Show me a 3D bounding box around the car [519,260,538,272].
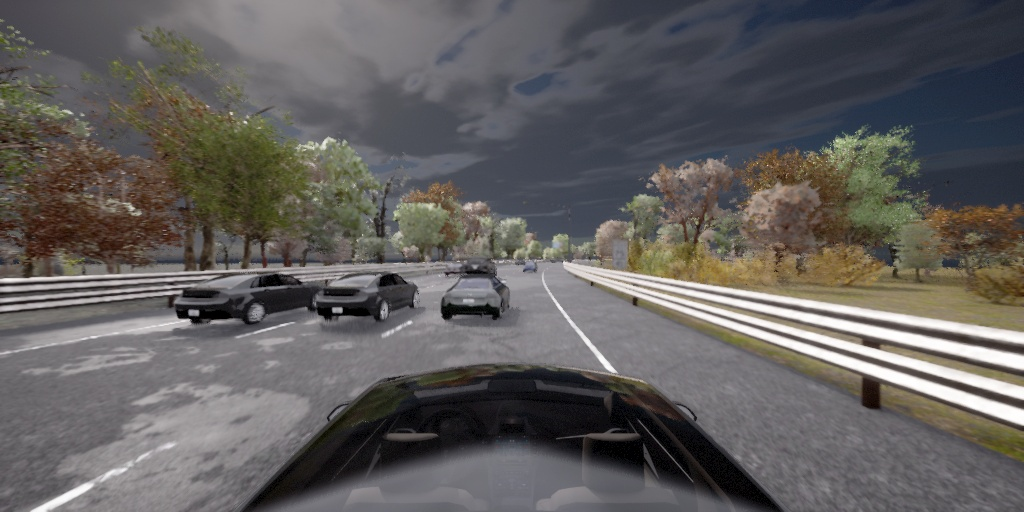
[{"bbox_3d":[2.712,1.548,51.608,2.033,1.411,5.357,0,0,7],"label":"car"}]

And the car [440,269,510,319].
[{"bbox_3d":[-1.191,1.364,13.094,1.994,1.385,4.181,0,0,4],"label":"car"}]

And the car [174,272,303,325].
[{"bbox_3d":[-8.298,1.281,11.971,1.837,1.490,4.892,0,0,4],"label":"car"}]

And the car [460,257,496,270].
[{"bbox_3d":[-2.895,1.114,33.506,2.150,2.045,5.566,0,0,6],"label":"car"}]

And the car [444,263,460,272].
[{"bbox_3d":[-5.834,1.460,38.938,2.033,1.411,5.357,0,0,6],"label":"car"}]

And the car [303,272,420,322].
[{"bbox_3d":[-4.746,1.294,12.538,1.837,1.490,4.892,0,0,4],"label":"car"}]
